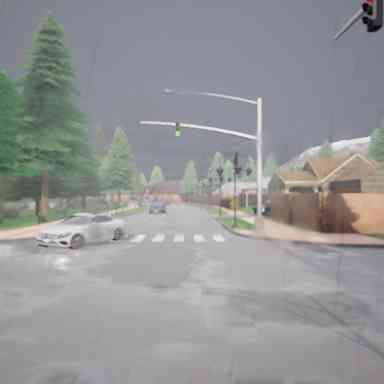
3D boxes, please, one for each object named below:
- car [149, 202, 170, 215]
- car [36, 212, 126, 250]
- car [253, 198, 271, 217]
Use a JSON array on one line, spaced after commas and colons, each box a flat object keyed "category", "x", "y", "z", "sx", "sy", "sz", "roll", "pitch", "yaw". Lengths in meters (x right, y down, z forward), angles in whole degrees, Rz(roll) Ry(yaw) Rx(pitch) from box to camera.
[{"category": "car", "x": -4.049, "y": 1.930, "z": 39.694, "sx": 1.812, "sy": 1.442, "sz": 4.674, "roll": 0, "pitch": 0, "yaw": 0}, {"category": "car", "x": -4.871, "y": 1.685, "z": 15.377, "sx": 1.812, "sy": 1.442, "sz": 4.674, "roll": 1, "pitch": 0, "yaw": 24}, {"category": "car", "x": 8.841, "y": 1.498, "z": 32.976, "sx": 4.605, "sy": 1.855, "sz": 1.932, "roll": 0, "pitch": -1, "yaw": -1}]
